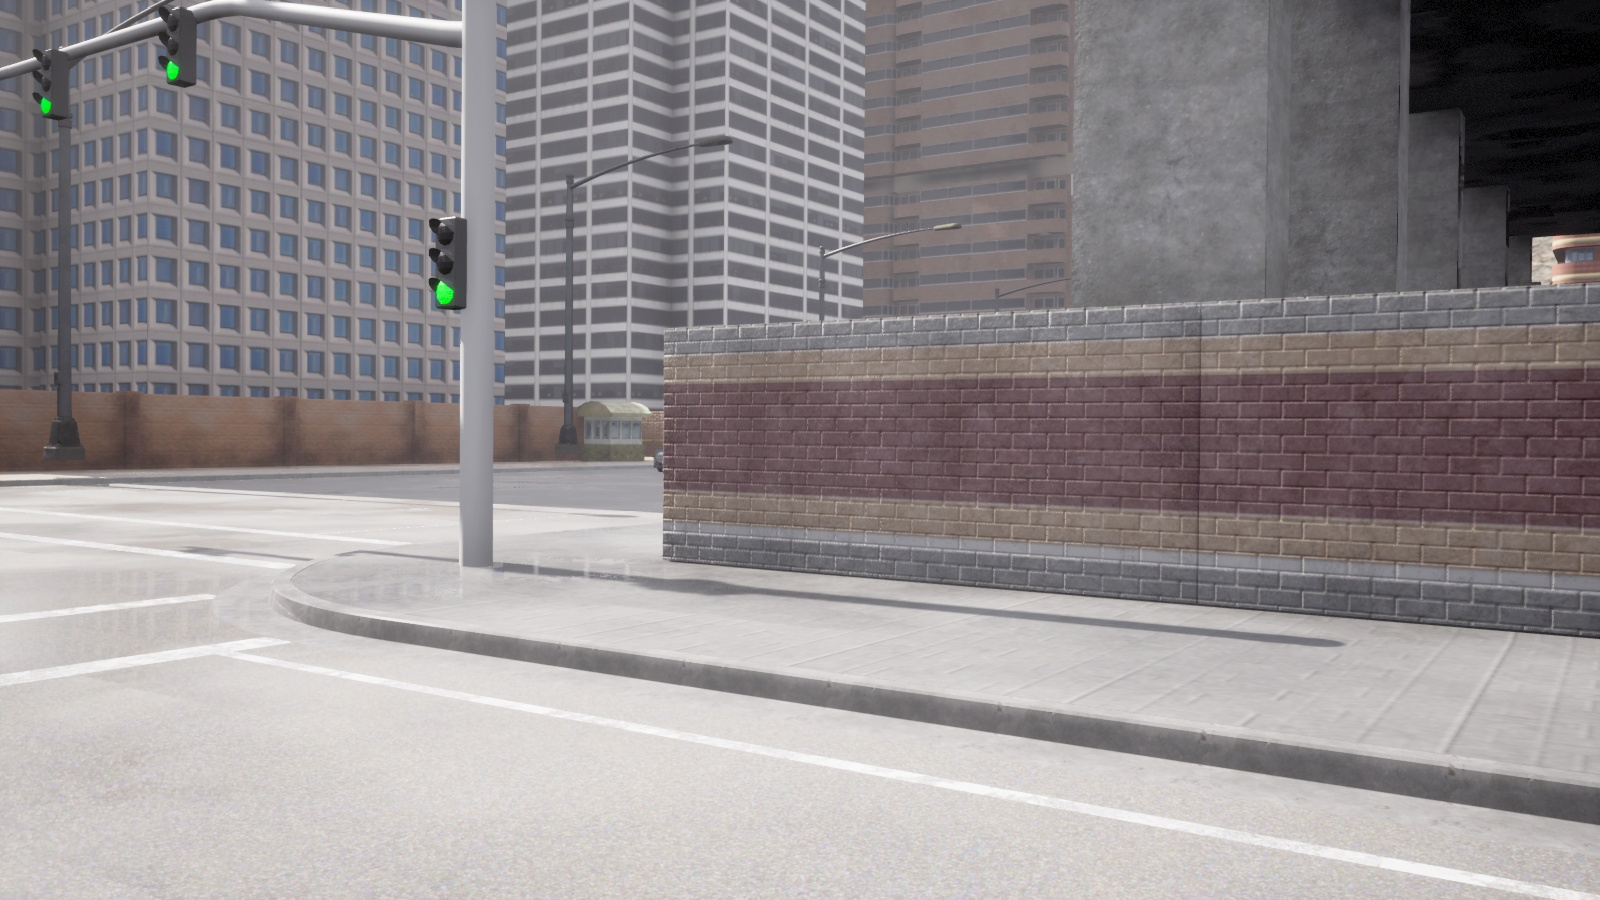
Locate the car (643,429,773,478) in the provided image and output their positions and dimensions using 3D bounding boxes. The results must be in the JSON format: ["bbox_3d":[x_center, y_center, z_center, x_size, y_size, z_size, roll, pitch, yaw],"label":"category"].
[{"bbox_3d":[-3.195,0.080,44.720,2.033,1.649,4.856,0,1,34],"label":"car"}]
